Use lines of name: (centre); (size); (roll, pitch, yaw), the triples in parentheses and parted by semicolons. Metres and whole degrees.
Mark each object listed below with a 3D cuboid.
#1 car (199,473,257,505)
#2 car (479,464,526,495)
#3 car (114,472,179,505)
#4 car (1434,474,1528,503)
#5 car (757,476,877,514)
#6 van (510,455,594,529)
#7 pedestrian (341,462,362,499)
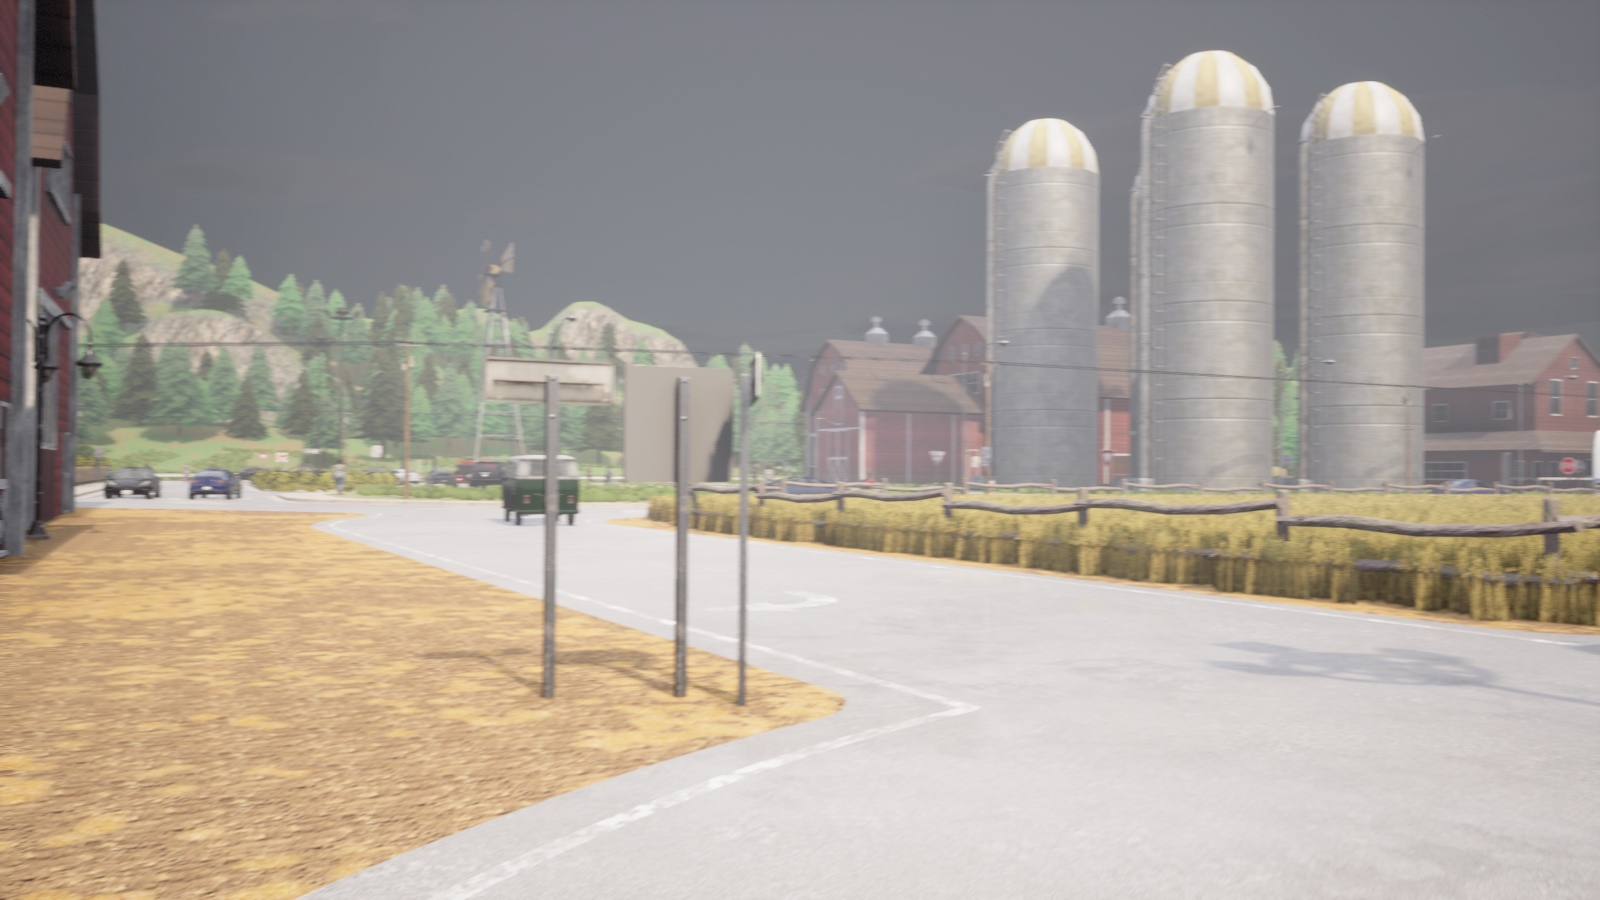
car: (-27.605, 1.855, 60.685); (1.812, 1.442, 4.674); (0, -1, -15)
car: (-20.065, 1.965, 84.896); (2.150, 2.045, 5.566); (0, -1, -3)
car: (-31.272, 1.818, 60.236); (2.163, 1.488, 4.792); (1, -1, -20)
car: (34.837, 1.950, 64.215); (4.674, 1.442, 1.812); (0, -1, -25)
car: (0.656, 1.699, 48.273); (4.181, 1.385, 1.994); (1, -1, -26)
van: (-7.208, 1.178, 36.172); (1.775, 1.987, 4.442); (0, -1, -19)
pedestrian: (-22.983, 1.550, 64.318); (0.874, 1.855, 0.900); (1, -1, -28)
